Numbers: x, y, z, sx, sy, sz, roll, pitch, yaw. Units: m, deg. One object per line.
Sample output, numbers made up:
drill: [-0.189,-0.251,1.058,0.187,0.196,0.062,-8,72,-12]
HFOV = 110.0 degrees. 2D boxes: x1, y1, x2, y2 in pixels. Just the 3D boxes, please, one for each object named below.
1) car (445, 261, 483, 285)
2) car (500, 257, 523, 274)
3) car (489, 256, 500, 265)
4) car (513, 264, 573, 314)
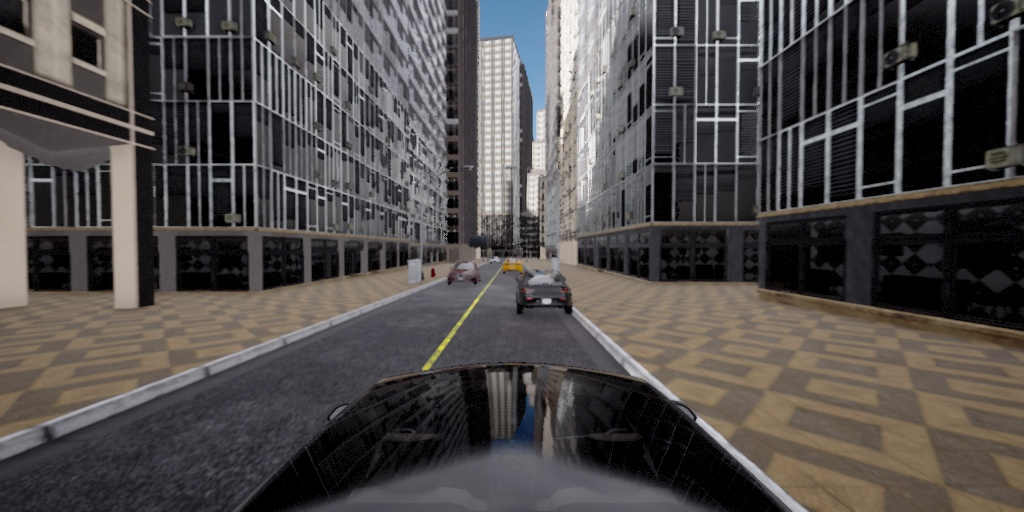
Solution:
car: [-3.094,1.097,23.949,1.812,1.442,4.674,0,0,0]
car: [0.058,0.952,36.737,1.882,1.535,5.008,0,1,1]
car: [-3.017,0.799,64.548,1.812,1.442,4.674,0,0,1]
car: [1.052,1.183,13.143,1.812,1.442,4.674,0,0,0]
